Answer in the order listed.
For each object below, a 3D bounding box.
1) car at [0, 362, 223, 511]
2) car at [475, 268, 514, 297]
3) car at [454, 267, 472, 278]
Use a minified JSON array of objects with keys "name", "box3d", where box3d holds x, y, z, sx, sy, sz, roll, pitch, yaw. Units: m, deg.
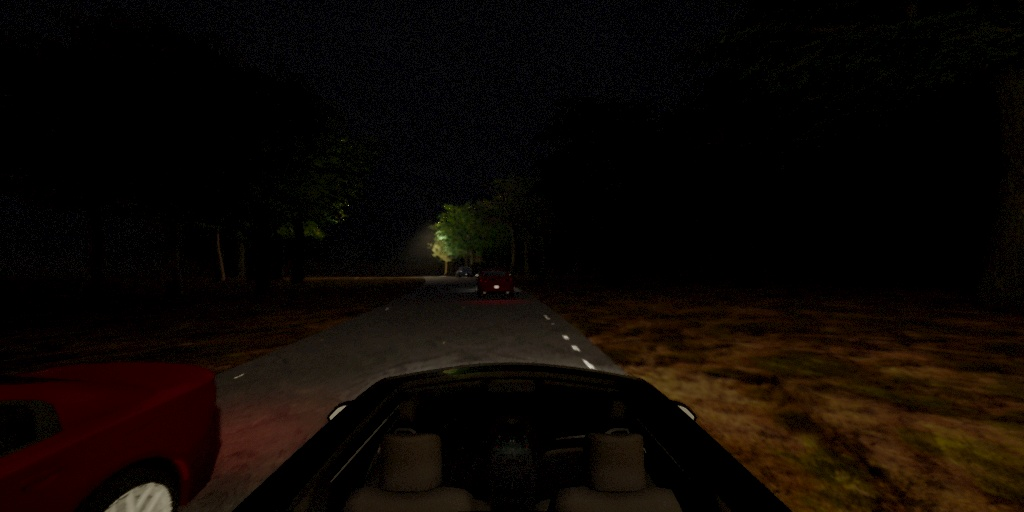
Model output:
[{"name":"car","box3d":[-3.186,1.233,0.679,1.882,1.535,5.008,0,-1,0]},{"name":"car","box3d":[-1.042,1.427,20.367,1.882,1.535,5.008,0,-1,-6]},{"name":"car","box3d":[-6.561,2.196,48.592,1.812,1.442,4.674,0,-2,-16]}]
